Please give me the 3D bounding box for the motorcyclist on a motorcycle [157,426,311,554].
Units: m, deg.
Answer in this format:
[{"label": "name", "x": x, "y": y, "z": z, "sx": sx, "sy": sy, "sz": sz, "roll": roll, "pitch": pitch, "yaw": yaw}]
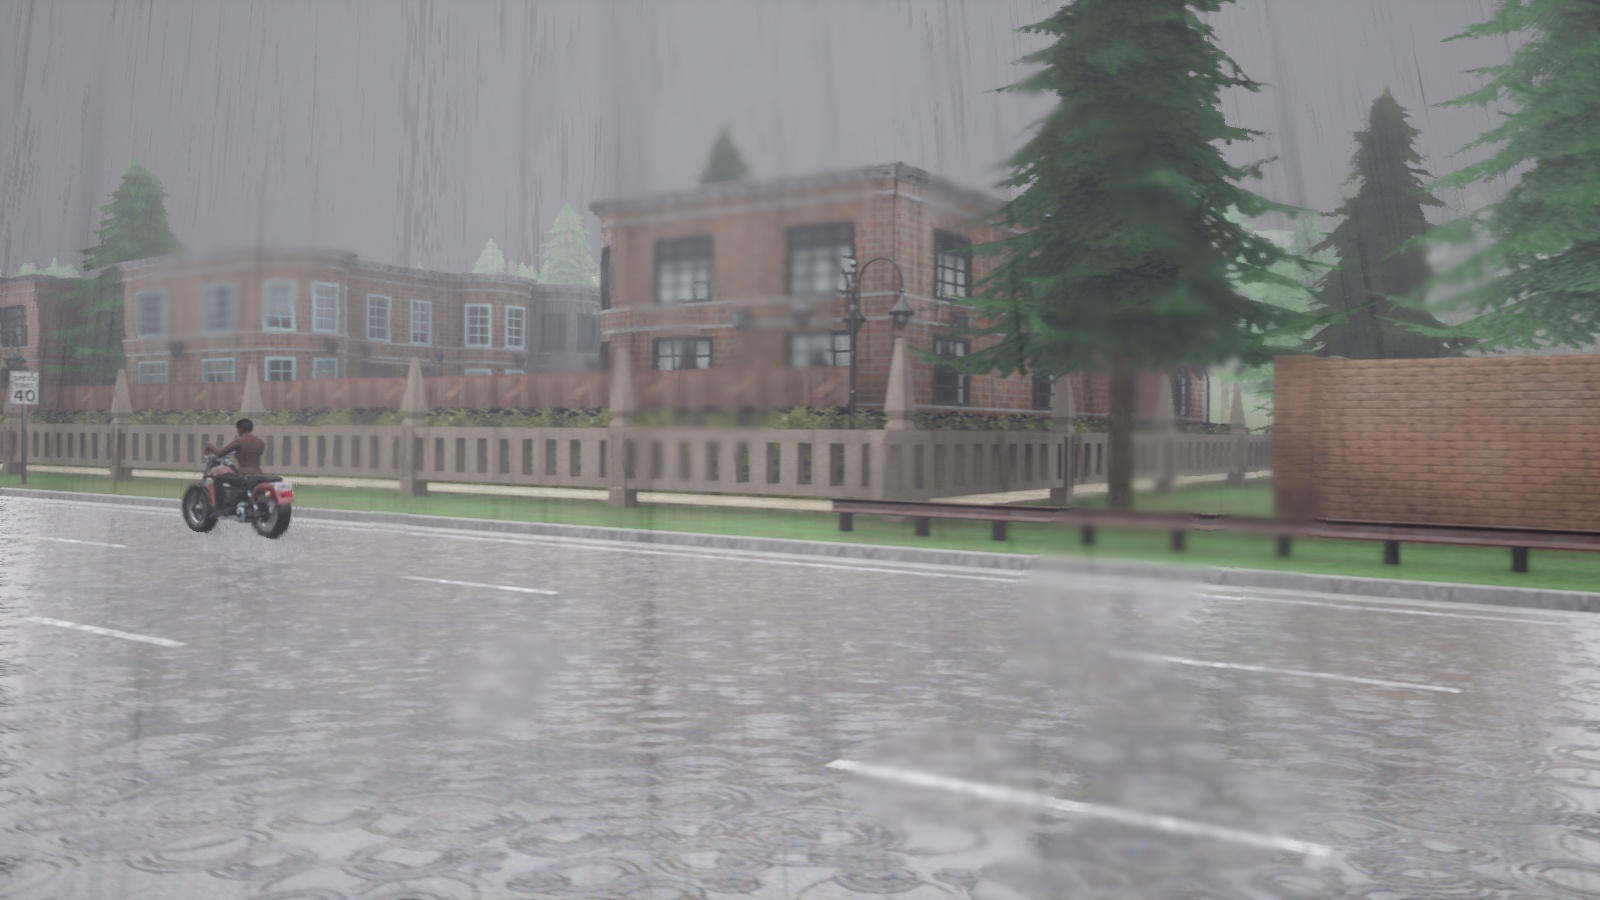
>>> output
[{"label": "motorcyclist on a motorcycle", "x": -7.760, "y": 0.517, "z": 17.181, "sx": 2.350, "sy": 1.649, "sz": 0.766, "roll": 0, "pitch": 1, "yaw": 34}]
